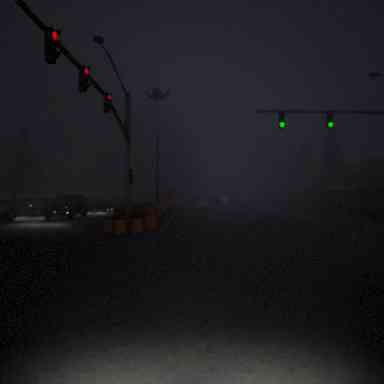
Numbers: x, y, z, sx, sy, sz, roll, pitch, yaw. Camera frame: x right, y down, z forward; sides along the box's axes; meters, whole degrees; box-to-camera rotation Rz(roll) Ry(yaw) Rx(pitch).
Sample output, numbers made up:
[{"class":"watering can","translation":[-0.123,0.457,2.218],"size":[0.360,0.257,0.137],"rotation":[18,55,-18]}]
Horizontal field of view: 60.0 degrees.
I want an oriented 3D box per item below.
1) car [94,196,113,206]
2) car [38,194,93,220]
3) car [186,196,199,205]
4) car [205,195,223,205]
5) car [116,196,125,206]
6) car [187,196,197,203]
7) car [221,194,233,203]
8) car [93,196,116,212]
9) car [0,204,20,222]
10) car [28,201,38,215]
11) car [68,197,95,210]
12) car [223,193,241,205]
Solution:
[{"class":"car","translation":[-14.005,1.449,52.843],"size":[1.812,1.442,4.674],"rotation":[0,0,1]},{"class":"car","translation":[-10.598,1.181,28.391],"size":[2.150,2.045,5.566],"rotation":[0,0,0]},{"class":"car","translation":[0.126,1.424,55.744],"size":[1.837,1.490,4.892],"rotation":[0,0,0]},{"class":"car","translation":[3.626,1.425,55.449],"size":[1.837,1.490,4.892],"rotation":[0,0,0]},{"class":"car","translation":[-10.531,1.419,49.994],"size":[2.128,1.511,4.902],"rotation":[0,0,0]},{"class":"car","translation":[0.032,1.469,65.817],"size":[1.994,1.385,4.181],"rotation":[0,0,0]},{"class":"car","translation":[7.034,1.256,67.809],"size":[2.097,1.767,4.553],"rotation":[0,0,1]},{"class":"car","translation":[-10.576,1.470,38.697],"size":[1.812,1.442,4.674],"rotation":[0,0,0]},{"class":"car","translation":[-14.089,1.514,23.097],"size":[2.033,1.411,5.357],"rotation":[0,0,0]},{"class":"car","translation":[-14.081,1.305,32.526],"size":[2.097,1.767,4.553],"rotation":[0,0,0]},{"class":"car","translation":[-14.064,1.416,42.648],"size":[1.882,1.535,5.008],"rotation":[0,0,0]},{"class":"car","translation":[7.119,1.139,57.447],"size":[2.150,2.045,5.566],"rotation":[0,0,0]}]
